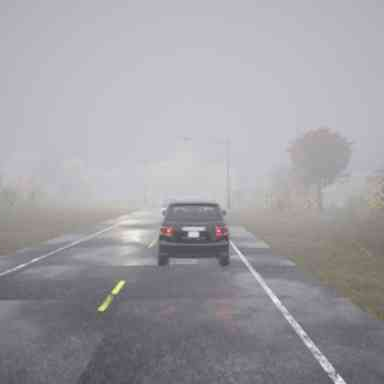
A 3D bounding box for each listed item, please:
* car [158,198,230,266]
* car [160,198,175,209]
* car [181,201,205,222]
[{"bbox_3d":[0.069,1.257,11.866,2.150,2.045,5.566,0,0,0],"label":"car"},{"bbox_3d":[-3.561,1.656,49.610,1.837,1.490,4.892,0,0,0],"label":"car"},{"bbox_3d":[0.083,1.587,28.085,1.837,1.490,4.892,0,0,0],"label":"car"}]
